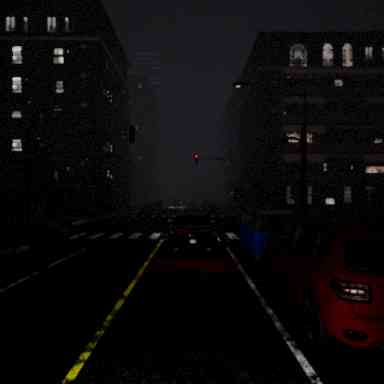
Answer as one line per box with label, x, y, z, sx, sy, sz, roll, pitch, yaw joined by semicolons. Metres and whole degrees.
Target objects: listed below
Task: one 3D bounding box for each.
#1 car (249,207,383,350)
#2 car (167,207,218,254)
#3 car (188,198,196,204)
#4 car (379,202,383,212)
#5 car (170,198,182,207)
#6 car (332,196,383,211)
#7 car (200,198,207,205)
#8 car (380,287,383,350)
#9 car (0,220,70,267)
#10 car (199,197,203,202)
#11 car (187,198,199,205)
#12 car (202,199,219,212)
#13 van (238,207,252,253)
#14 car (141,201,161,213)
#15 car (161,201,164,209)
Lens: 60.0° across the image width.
car;2.683;1.376;6.307;2.192;1.841;5.009;0;-1;0
car;-0.047;1.614;14.224;1.882;1.535;5.008;0;0;-2
car;0.011;2.218;83.687;1.994;1.385;4.181;0;-1;0
car;15.787;1.569;22.992;4.313;1.339;1.947;-1;1;0
car;-3.009;2.004;66.113;2.097;1.767;4.553;0;-1;0
car;15.763;1.334;31.368;5.009;1.841;2.192;-1;1;0
car;2.690;2.050;49.749;1.947;1.339;4.313;0;-1;0
car;2.684;1.554;0.777;1.887;1.381;4.507;0;-1;0
car;-5.695;1.696;11.835;1.802;1.307;4.206;0;-1;0
car;2.691;2.141;60.795;1.887;1.381;4.507;0;-1;0
car;0.009;2.085;74.451;2.097;1.767;4.553;0;-1;0
car;2.690;2.011;44.225;1.802;1.307;4.206;0;-1;0
van;2.684;1.455;11.835;1.690;1.788;3.998;0;-1;0
car;-5.691;1.995;44.238;1.947;1.339;4.313;0;-1;0
car;-5.690;2.107;55.285;1.947;1.339;4.313;0;-1;0
